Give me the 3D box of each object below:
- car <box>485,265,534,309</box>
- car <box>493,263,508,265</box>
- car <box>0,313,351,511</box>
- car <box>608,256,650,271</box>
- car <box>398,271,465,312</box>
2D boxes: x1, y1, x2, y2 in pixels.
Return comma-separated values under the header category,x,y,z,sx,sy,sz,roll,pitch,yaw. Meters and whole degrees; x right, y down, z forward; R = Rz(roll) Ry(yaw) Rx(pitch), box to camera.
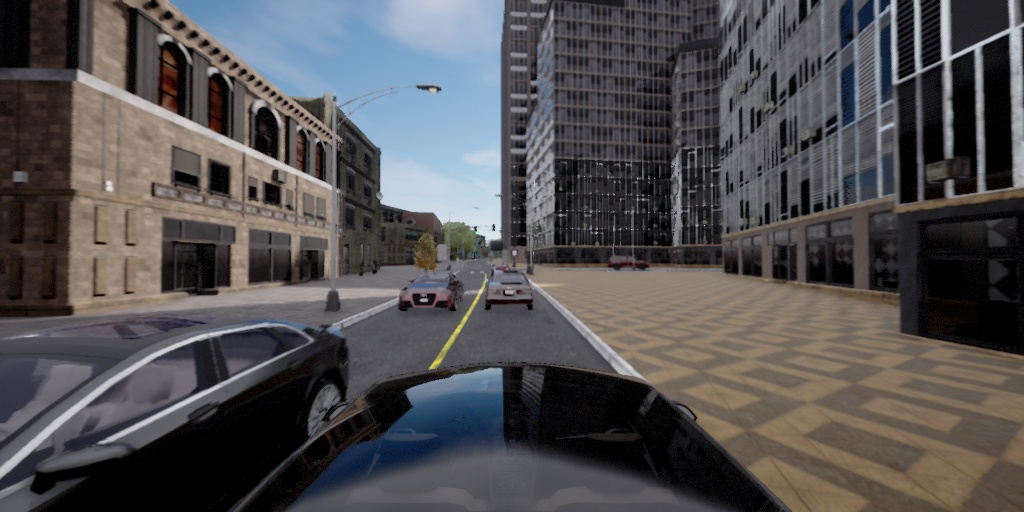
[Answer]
category,x,y,z,sx,sy,sz,roll,pitch,yaw
car,-0.143,1.289,14.814,2.033,1.411,5.357,0,0,-1
car,-1.149,1.327,36.061,1.895,1.301,4.718,0,0,-3
car,-2.840,1.244,2.334,2.128,1.511,4.902,0,0,0
car,14.519,0.897,44.850,5.009,1.841,2.192,0,0,16
car,-3.011,1.306,14.109,1.994,1.385,4.181,0,0,-1
